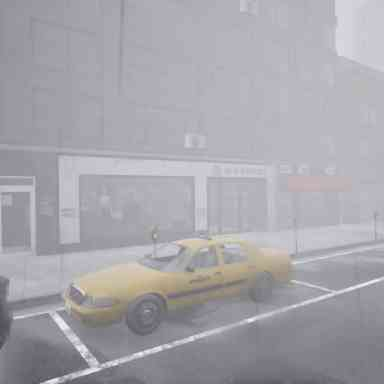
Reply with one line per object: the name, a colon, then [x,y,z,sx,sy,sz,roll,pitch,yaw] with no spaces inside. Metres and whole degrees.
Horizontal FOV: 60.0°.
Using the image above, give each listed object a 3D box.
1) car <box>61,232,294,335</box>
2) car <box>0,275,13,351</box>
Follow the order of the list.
car: [0.004,1.524,6.660,4.829,1.417,1.752,0,-1,-35]
car: [-4.343,1.566,3.566,4.313,1.339,1.947,0,-1,-35]
